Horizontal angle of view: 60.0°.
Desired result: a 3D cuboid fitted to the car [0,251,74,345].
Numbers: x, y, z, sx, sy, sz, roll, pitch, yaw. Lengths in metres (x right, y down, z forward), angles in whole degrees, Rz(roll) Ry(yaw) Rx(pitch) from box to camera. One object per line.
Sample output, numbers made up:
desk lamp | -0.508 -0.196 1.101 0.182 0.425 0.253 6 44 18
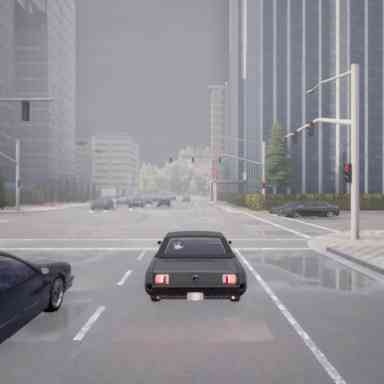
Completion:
car | -3.436 1.547 4.634 2.033 1.411 5.357 0 0 0

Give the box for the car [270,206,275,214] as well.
car | 9.517 1.564 31.655 4.181 1.385 1.994 0 0 2

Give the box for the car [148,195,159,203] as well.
car | -8.177 1.477 70.982 1.882 1.535 5.008 0 0 -1

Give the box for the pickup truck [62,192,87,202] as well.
pickup truck | -24.773 1.058 69.285 2.390 2.098 6.274 0 0 30

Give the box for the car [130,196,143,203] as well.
car | -11.670 1.539 70.544 2.033 1.411 5.357 0 0 -1

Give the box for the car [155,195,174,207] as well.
car | -4.288 1.504 52.639 1.837 1.490 4.892 0 0 -1

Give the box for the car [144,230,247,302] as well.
car | 0.066 1.601 8.230 1.895 1.301 4.718 0 0 0

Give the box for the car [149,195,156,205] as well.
car | -8.059 1.547 60.004 2.033 1.411 5.357 0 0 0

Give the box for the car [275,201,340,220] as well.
car | 9.858 1.505 27.966 4.892 1.490 1.837 0 0 -3

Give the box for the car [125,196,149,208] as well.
car | -7.894 1.563 48.064 1.994 1.385 4.181 0 0 -1

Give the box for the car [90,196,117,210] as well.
car | -11.308 1.352 42.144 2.097 1.767 4.553 0 0 -1

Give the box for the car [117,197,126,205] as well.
car | -11.508 1.525 55.186 1.812 1.442 4.674 0 0 -1

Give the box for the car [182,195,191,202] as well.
car | -1.229 1.531 74.390 2.033 1.411 5.357 0 0 -1

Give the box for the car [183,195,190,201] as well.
car | -1.395 1.503 85.037 1.895 1.301 4.718 0 0 -1

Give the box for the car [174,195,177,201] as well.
car | -4.891 1.523 84.781 1.812 1.442 4.674 0 0 -1
